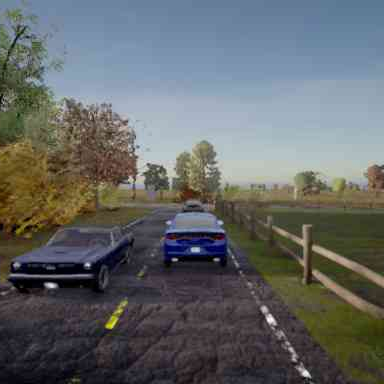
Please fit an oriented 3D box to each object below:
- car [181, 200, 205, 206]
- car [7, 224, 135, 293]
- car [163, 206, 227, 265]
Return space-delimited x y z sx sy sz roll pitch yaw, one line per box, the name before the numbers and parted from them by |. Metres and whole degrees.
car | 0.102 1.437 28.880 1.837 1.490 4.892 0 0 0
car | -2.851 1.581 8.935 1.895 1.301 4.718 0 0 0
car | 0.100 1.452 11.573 1.882 1.535 5.008 0 0 0
